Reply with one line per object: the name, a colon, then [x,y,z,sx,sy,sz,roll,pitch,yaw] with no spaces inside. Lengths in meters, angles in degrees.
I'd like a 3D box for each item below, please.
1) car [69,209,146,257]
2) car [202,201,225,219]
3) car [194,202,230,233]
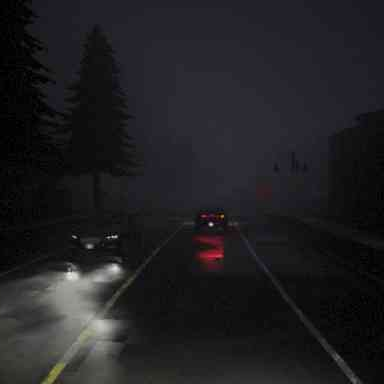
car: [-3.079,1.460,13.000,2.128,1.511,4.902,0,0,4]
car: [2.029,1.564,30.113,1.895,1.301,4.718,0,0,5]
car: [1.163,1.476,19.649,1.837,1.490,4.892,0,-1,4]
